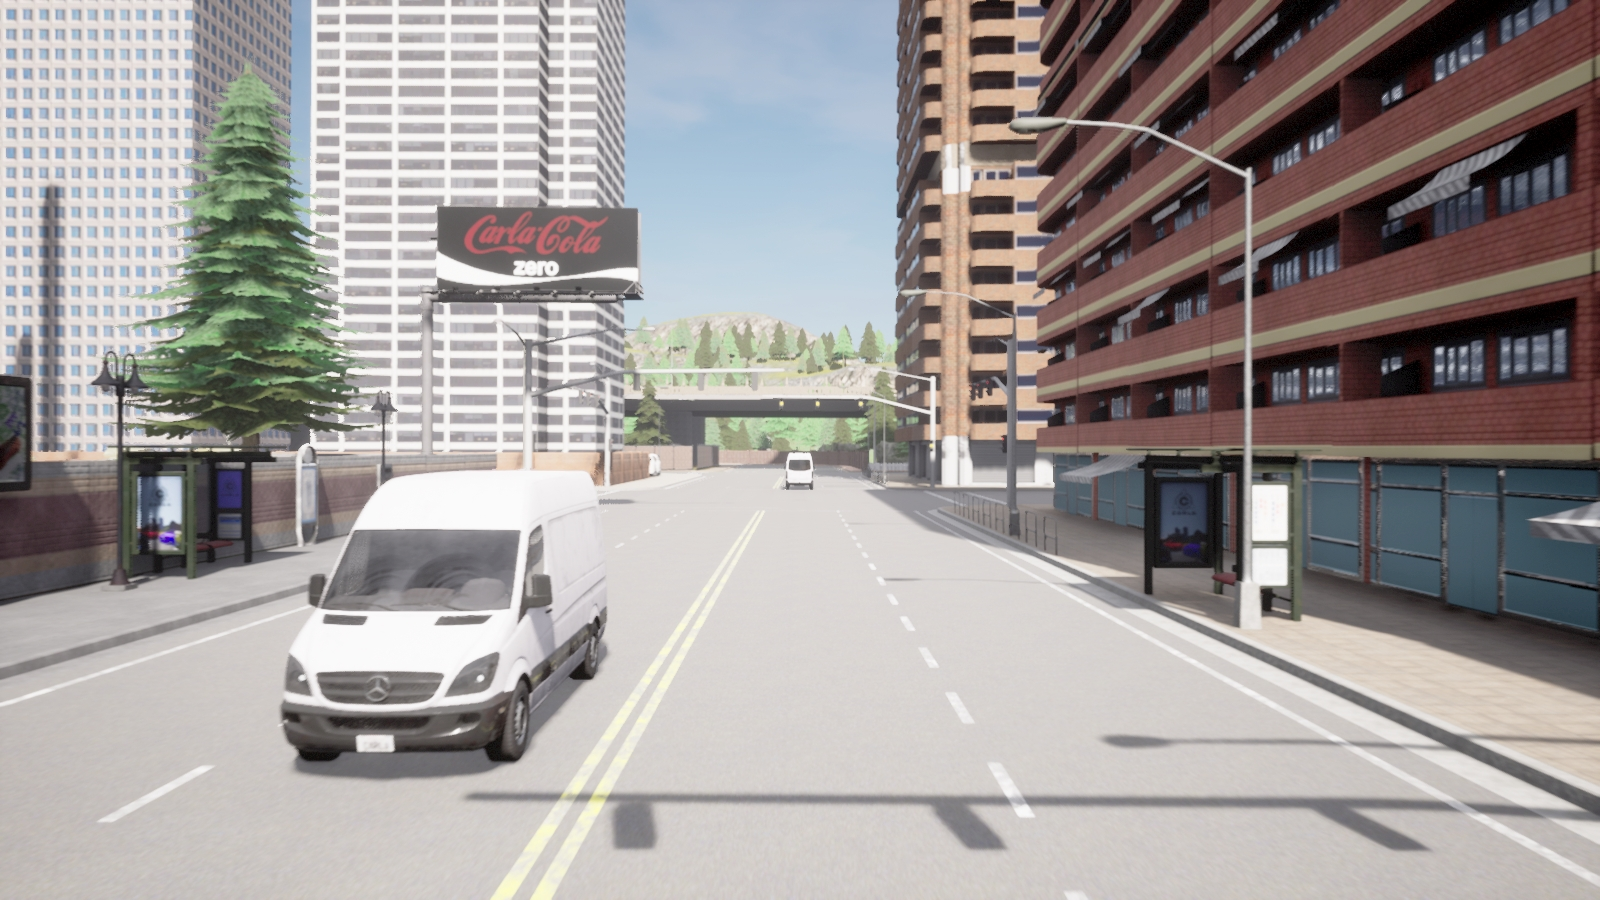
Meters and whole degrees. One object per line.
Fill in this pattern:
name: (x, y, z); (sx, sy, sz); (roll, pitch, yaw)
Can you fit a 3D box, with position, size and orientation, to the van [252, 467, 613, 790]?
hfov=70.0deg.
van: (-3.505, 1.514, 12.357); (1.988, 2.561, 5.915); (0, 0, 0)
